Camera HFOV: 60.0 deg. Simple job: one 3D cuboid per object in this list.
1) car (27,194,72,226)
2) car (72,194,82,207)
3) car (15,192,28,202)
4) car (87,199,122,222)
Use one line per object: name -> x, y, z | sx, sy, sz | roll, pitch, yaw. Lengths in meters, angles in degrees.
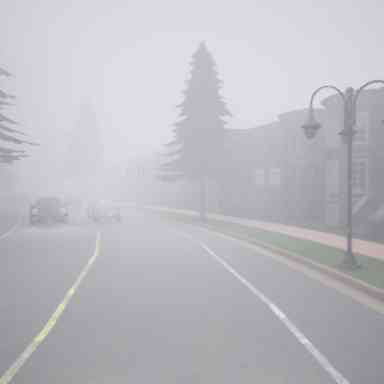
car -> -9.276, 1.108, 21.531 | 2.097, 1.767, 4.553 | -1, 1, -25
car -> -14.509, 1.027, 39.941 | 2.128, 1.511, 4.902 | -1, 1, -29
car -> -29.683, 0.866, 58.031 | 1.837, 1.490, 4.892 | -1, 1, -33
car -> -6.261, 1.239, 23.635 | 1.812, 1.442, 4.674 | -1, 1, -24
